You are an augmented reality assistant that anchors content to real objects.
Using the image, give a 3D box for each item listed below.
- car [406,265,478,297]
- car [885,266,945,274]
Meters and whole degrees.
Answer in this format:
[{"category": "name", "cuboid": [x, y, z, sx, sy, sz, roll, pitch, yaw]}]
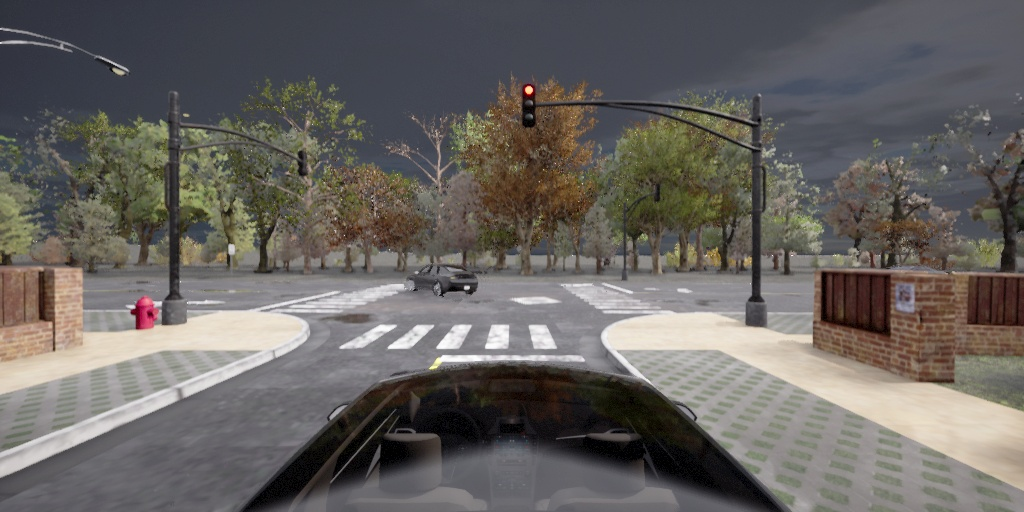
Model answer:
[{"category": "car", "cuboid": [-3.679, 1.188, 18.331, 1.837, 1.490, 4.892, 3, -2, -41]}, {"category": "car", "cuboid": [26.300, 1.329, 23.958, 4.181, 1.385, 1.994, 0, 0, 0]}]
